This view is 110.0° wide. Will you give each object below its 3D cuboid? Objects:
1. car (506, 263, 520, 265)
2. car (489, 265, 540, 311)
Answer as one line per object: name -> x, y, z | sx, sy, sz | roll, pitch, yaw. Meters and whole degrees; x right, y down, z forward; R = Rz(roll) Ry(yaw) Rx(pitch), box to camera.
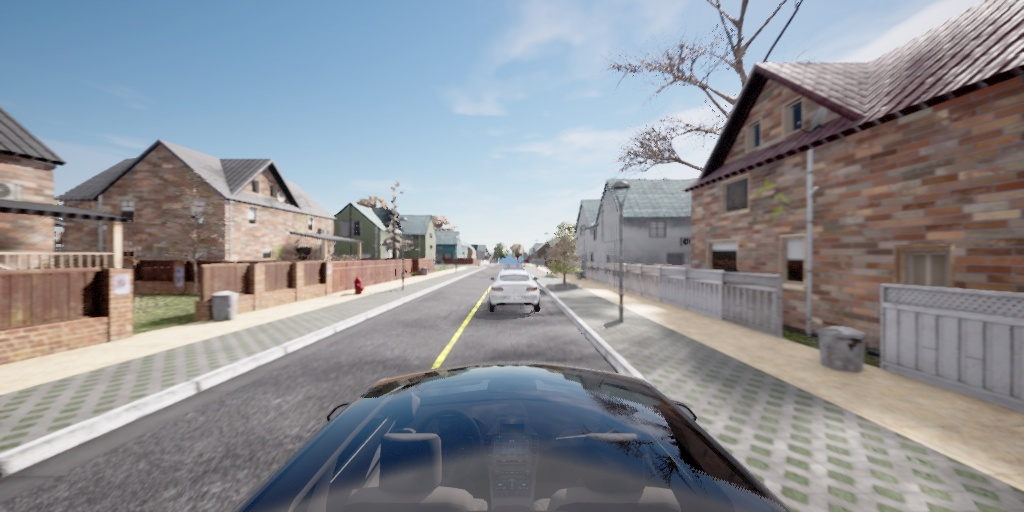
car -> 0.098, 1.305, 32.784 | 2.033, 1.411, 5.357 | 0, 0, 0
car -> 0.086, 1.265, 14.314 | 1.812, 1.442, 4.674 | 0, 0, 0
